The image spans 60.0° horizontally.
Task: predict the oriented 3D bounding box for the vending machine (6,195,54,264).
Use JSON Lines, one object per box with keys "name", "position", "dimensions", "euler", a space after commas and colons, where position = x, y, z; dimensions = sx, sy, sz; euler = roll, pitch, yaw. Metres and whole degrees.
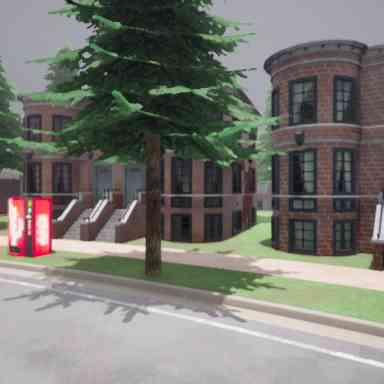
{"name": "vending machine", "position": [-5.336, 1.172, 10.993], "dimensions": [0.880, 2.100, 1.100], "euler": [0, 0, 23]}
